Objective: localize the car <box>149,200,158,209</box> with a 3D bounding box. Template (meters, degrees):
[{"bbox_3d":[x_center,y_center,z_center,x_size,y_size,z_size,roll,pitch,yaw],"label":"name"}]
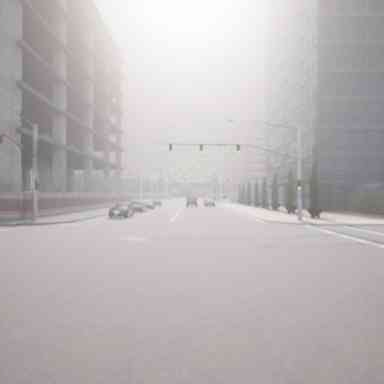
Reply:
[{"bbox_3d":[-7.094,2.063,52.998,1.994,1.385,4.181,0,0,0],"label":"car"}]

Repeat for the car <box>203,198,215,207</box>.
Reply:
[{"bbox_3d":[3.486,2.130,64.040,1.812,1.442,4.674,0,-1,0],"label":"car"}]

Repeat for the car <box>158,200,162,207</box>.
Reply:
[{"bbox_3d":[-7.014,2.223,66.227,1.895,1.301,4.718,0,-1,0],"label":"car"}]

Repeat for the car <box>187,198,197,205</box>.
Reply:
[{"bbox_3d":[-0.016,2.135,74.082,2.033,1.411,5.357,0,-1,0],"label":"car"}]

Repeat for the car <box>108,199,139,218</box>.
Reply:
[{"bbox_3d":[-7.095,1.810,33.730,2.128,1.511,4.902,0,-1,0],"label":"car"}]

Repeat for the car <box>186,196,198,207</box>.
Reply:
[{"bbox_3d":[-0.014,1.820,63.462,2.150,2.045,5.566,0,-1,0],"label":"car"}]

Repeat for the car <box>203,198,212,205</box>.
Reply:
[{"bbox_3d":[3.484,2.095,74.083,1.837,1.490,4.892,0,-1,0],"label":"car"}]

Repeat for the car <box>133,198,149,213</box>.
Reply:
[{"bbox_3d":[-7.095,1.911,43.114,1.837,1.490,4.892,0,0,0],"label":"car"}]
